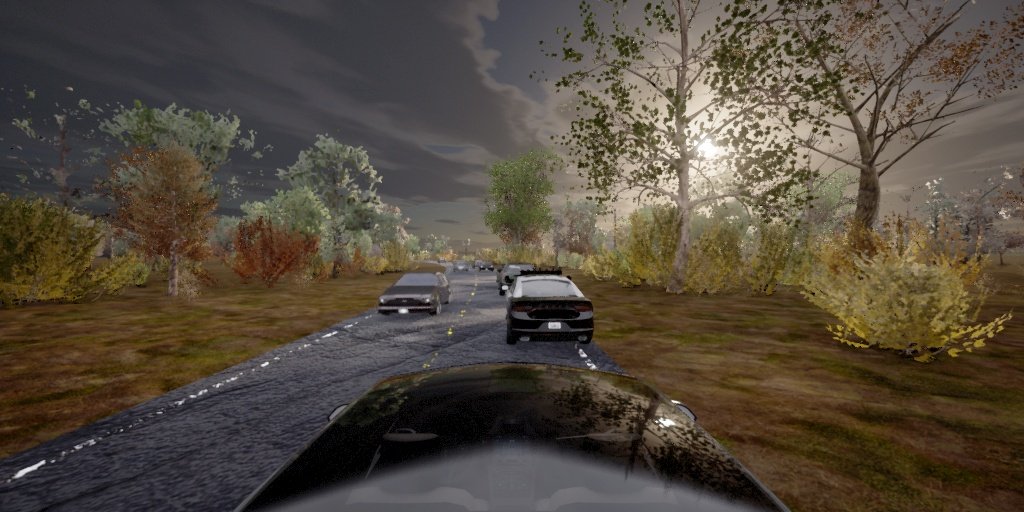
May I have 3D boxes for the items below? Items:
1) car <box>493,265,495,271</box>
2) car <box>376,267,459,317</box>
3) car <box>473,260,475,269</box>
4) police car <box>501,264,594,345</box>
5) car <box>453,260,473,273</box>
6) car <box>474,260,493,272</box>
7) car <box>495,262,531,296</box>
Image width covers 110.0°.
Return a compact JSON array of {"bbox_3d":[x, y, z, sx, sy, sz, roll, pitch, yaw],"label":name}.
[{"bbox_3d":[-0.147,1.258,25.687,1.837,1.490,4.892,0,0,-5],"label":"car"},{"bbox_3d":[-3.414,1.299,13.597,2.033,1.411,5.357,0,0,-3],"label":"car"},{"bbox_3d":[-5.571,1.303,58.834,2.033,1.411,5.357,0,0,-11],"label":"car"},{"bbox_3d":[0.768,1.176,9.698,1.930,1.638,5.238,0,0,-2],"label":"police car"},{"bbox_3d":[-6.263,1.247,43.995,2.128,1.511,4.902,0,0,-9],"label":"car"},{"bbox_3d":[-3.479,1.355,46.593,1.895,1.301,4.718,0,0,-9],"label":"car"},{"bbox_3d":[0.298,1.103,19.627,2.097,1.767,4.553,0,0,-4],"label":"car"}]
